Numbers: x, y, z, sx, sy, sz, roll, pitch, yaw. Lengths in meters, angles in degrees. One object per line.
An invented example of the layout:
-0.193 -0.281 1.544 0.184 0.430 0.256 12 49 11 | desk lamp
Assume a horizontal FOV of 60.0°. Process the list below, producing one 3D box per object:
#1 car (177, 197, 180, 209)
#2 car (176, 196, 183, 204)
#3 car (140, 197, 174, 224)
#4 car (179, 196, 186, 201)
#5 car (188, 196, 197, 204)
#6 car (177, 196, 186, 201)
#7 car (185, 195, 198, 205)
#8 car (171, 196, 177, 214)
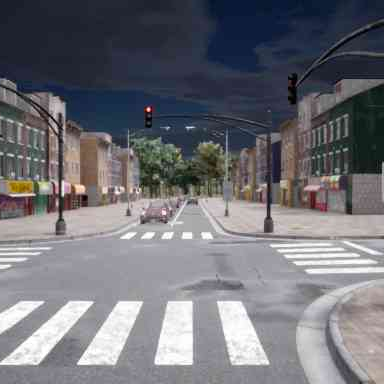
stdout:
-2.636 1.578 35.452 1.947 1.339 4.313 -1 0 0 | car
-2.634 1.569 46.322 1.887 1.381 4.507 -1 0 0 | car
-2.641 1.444 24.583 1.967 1.590 4.097 -1 0 0 | car
-2.621 1.677 89.800 1.802 1.307 4.206 -1 0 0 | car
0.112 1.534 68.463 1.882 1.535 5.008 0 0 0 | car
-2.623 1.650 84.365 1.947 1.339 4.313 -1 0 0 | car
0.114 1.568 59.348 1.812 1.442 4.674 0 0 0 | car
-2.639 1.448 30.018 1.967 1.590 4.097 -1 0 0 | car
